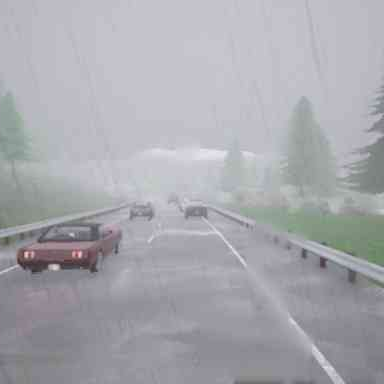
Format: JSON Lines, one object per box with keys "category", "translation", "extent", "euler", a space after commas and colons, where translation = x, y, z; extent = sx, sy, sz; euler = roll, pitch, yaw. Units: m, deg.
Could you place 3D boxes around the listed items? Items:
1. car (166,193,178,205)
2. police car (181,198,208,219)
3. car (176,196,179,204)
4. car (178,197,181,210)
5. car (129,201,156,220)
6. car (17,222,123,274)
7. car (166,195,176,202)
{"category": "car", "translation": [-3.534, 1.282, 62.072], "extent": [2.150, 2.045, 5.566], "euler": [0, 0, -6]}
{"category": "police car", "translation": [0.275, 1.454, 29.214], "extent": [1.930, 1.638, 5.238], "euler": [0, 0, -3]}
{"category": "car", "translation": [-0.871, 1.550, 45.264], "extent": [1.837, 1.490, 4.892], "euler": [0, 0, -5]}
{"category": "car", "translation": [-0.378, 1.565, 39.209], "extent": [1.812, 1.442, 4.674], "euler": [0, 0, -4]}
{"category": "car", "translation": [-4.173, 1.520, 28.420], "extent": [2.128, 1.511, 4.902], "euler": [0, 0, -3]}
{"category": "car", "translation": [-3.512, 1.612, 10.610], "extent": [1.895, 1.301, 4.718], "euler": [0, 0, -1]}
{"category": "car", "translation": [-4.944, 1.430, 76.742], "extent": [2.033, 1.411, 5.357], "euler": [0, 0, -6]}
